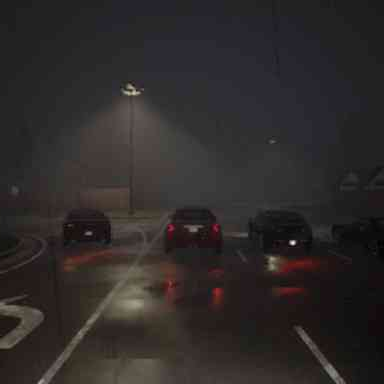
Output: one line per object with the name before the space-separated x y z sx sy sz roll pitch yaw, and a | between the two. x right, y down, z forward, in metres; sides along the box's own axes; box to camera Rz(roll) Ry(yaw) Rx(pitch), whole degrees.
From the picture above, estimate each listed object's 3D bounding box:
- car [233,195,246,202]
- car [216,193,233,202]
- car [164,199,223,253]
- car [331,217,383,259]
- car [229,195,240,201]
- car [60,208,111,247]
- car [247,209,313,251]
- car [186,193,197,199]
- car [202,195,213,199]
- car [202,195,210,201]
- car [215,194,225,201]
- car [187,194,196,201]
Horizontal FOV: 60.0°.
car | 10.479 1.341 72.641 2.097 1.767 4.553 0 0 0
car | 6.979 1.210 72.283 2.150 2.045 5.566 0 0 0
car | 0.065 1.350 13.739 2.097 1.767 4.553 0 0 0
car | 7.058 1.601 12.614 1.895 1.301 4.718 0 0 0
car | 10.476 1.383 82.673 2.033 1.411 5.357 0 0 0
car | -4.979 1.476 15.368 1.882 1.535 5.008 1 0 -22
car | 3.568 1.506 14.127 1.837 1.490 4.892 0 0 0
car | -0.021 1.209 72.281 2.150 2.045 5.566 0 0 0
car | 3.479 1.339 72.603 2.097 1.767 4.553 0 0 0
car | 3.476 1.395 82.671 1.994 1.385 4.181 0 0 0
car | 6.976 1.368 82.672 2.128 1.511 4.902 0 0 0
car | -0.024 1.368 82.670 2.128 1.511 4.902 0 0 0
